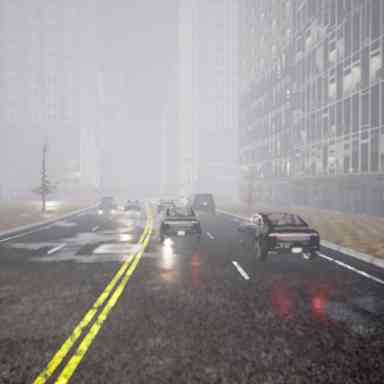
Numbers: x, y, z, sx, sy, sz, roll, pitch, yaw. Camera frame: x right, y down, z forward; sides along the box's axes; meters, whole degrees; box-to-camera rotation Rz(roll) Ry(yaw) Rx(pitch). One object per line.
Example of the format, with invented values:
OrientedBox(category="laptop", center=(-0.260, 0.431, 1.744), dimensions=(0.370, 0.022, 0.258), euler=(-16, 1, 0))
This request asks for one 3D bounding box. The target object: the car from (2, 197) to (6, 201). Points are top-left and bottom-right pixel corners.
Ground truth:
OrientedBox(category="car", center=(-42.851, 1.294, 72.094), dimensions=(4.313, 1.339, 1.947), euler=(0, 1, -7))

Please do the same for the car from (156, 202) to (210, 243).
OrientedBox(category="car", center=(-0.613, 1.459, 16.034), dimensions=(2.128, 1.511, 4.902), euler=(0, 0, -4))

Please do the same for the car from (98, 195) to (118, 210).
OrientedBox(category="car", center=(-10.562, 1.288, 41.995), dimensions=(2.097, 1.767, 4.553), euler=(0, 0, -8))

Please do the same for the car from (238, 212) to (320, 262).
OrientedBox(category="car", center=(2.912, 1.460, 12.040), dimensions=(2.128, 1.511, 4.902), euler=(0, 0, -3))

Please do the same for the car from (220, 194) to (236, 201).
OrientedBox(category="car", center=(7.015, 1.286, 78.674), dimensions=(5.009, 1.841, 2.192), euler=(0, 1, -7))

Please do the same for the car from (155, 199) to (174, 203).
OrientedBox(category="car", center=(-2.663, 1.421, 34.093), dimensions=(2.128, 1.511, 4.902), euler=(0, 0, -8))

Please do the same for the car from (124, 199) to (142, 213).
OrientedBox(category="car", center=(-6.577, 1.484, 37.235), dimensions=(2.033, 1.411, 5.357), euler=(0, 0, -8))

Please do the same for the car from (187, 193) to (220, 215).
OrientedBox(category="car", center=(0.824, 1.141, 32.729), dimensions=(2.150, 2.045, 5.566), euler=(0, 0, -8))

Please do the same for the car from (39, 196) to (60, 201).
OrientedBox(category="car", center=(-31.565, 1.352, 73.465), dimensions=(4.313, 1.339, 1.947), euler=(0, 1, -7))

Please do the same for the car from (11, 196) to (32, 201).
OrientedBox(category="car", center=(-37.207, 1.340, 72.759), dimensions=(4.206, 1.307, 1.802), euler=(0, 1, -7))
